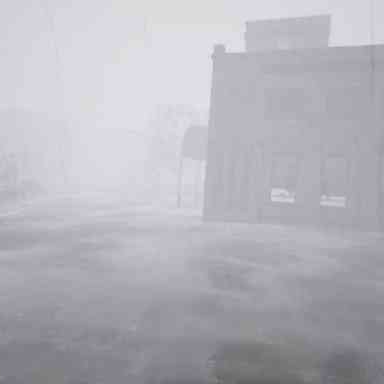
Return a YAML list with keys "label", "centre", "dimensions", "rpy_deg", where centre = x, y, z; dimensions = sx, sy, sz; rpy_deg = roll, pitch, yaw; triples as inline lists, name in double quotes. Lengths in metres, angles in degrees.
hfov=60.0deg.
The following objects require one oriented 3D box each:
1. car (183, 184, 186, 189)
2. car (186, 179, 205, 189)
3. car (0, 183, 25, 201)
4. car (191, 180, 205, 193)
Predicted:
- label: "car"
  centre: [0.280, -1.220, 61.917]
  dimensions: [1.895, 1.301, 4.718]
  rpy_deg: [5, 4, 31]
- label: "car"
  centre: [1.552, -1.013, 58.198]
  dimensions: [2.128, 1.511, 4.902]
  rpy_deg: [5, 4, 31]
- label: "car"
  centre: [-15.563, 0.016, 26.569]
  dimensions: [2.128, 1.511, 4.902]
  rpy_deg: [4, 3, 13]
- label: "car"
  centre: [2.863, -0.501, 51.412]
  dimensions: [4.892, 1.521, 2.231]
  rpy_deg: [5, 4, 31]
